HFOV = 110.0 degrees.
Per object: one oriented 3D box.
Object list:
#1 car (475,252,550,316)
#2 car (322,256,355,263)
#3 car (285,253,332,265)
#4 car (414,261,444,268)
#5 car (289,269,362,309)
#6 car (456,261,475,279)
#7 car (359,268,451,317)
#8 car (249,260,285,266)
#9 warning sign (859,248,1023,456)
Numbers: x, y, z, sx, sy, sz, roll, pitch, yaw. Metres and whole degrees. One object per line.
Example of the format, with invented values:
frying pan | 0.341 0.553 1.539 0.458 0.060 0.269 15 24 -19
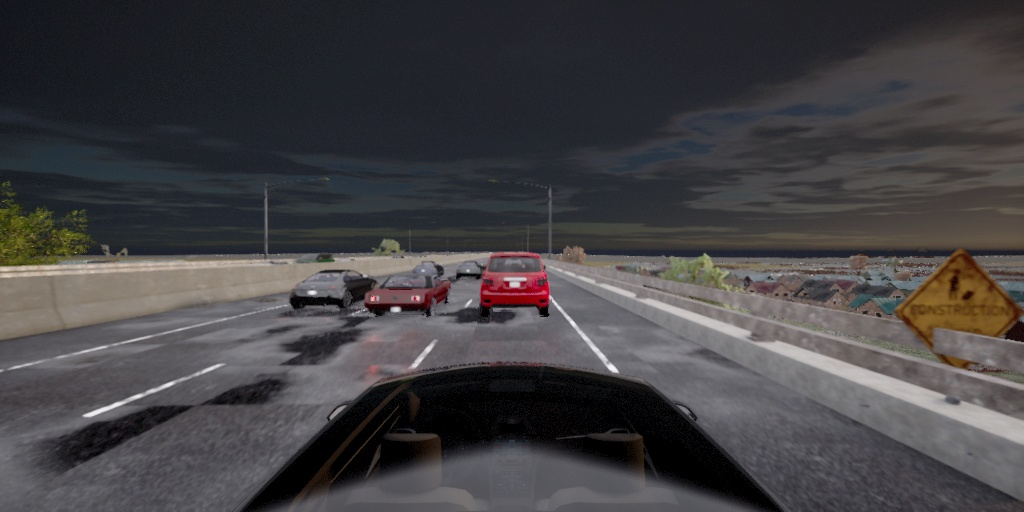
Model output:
car | 0.089 0.891 13.031 2.150 2.045 5.566 0 1 0
car | -17.608 1.010 37.738 1.812 1.442 4.674 0 0 0
car | -21.102 0.701 38.260 2.150 2.045 5.566 0 0 0
car | -6.916 1.107 29.962 1.994 1.385 4.181 0 0 0
car | -6.911 1.223 14.421 1.994 1.385 4.181 0 0 0
car | -3.416 1.108 29.893 1.994 1.385 4.181 0 0 0
car | -3.412 1.272 12.778 1.895 1.301 4.718 0 0 0
car | -24.603 1.092 36.780 1.895 1.301 4.718 0 0 0
warning sign | 4.549 0.851 3.714 1.300 1.860 1.060 0 0 0
